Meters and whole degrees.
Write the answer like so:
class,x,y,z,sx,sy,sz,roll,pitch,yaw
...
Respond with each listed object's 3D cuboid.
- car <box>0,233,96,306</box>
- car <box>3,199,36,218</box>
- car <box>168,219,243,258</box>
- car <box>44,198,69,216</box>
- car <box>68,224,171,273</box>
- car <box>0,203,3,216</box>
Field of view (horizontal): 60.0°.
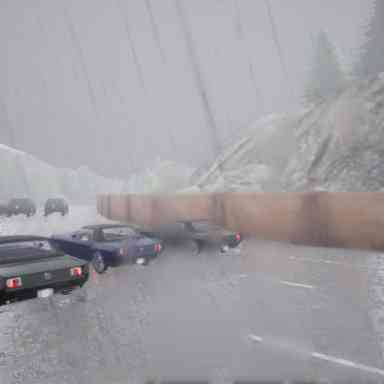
class,x,y,z,sx,sy,sz,roll,pitch,yaw
car,-4.482,1.723,8.058,4.718,1.301,1.895,-1,-1,43
car,-19.264,1.782,37.789,2.150,2.045,5.566,-1,-1,-16
car,-0.340,1.780,13.740,4.718,1.301,1.895,-1,-1,44
car,-16.513,1.809,40.713,2.150,2.045,5.566,-1,-1,-14
car,-3.078,1.760,11.346,4.718,1.301,1.895,-1,-1,45
car,-23.291,2.083,40.029,1.882,1.535,5.008,-1,-1,-14
